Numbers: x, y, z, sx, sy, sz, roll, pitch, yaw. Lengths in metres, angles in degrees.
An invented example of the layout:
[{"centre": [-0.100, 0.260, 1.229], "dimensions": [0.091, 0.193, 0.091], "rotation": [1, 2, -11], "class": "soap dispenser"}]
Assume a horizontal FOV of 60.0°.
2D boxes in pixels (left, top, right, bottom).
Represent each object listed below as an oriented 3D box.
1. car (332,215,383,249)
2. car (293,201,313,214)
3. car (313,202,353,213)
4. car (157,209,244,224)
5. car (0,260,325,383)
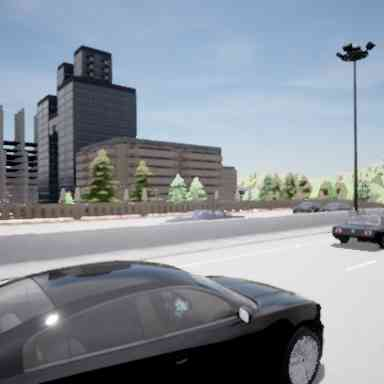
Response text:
[{"centre": [8.362, 1.671, 15.073], "dimensions": [4.718, 1.301, 1.895], "rotation": [0, 0, -39], "class": "car"}, {"centre": [13.192, 1.756, 37.393], "dimensions": [4.181, 1.385, 1.994], "rotation": [0, 0, -39], "class": "car"}, {"centre": [14.783, 1.734, 34.172], "dimensions": [4.181, 1.385, 1.994], "rotation": [0, 0, -39], "class": "car"}, {"centre": [0.621, 1.649, 18.022], "dimensions": [5.357, 1.411, 2.033], "rotation": [0, 0, -39], "class": "car"}, {"centre": [-0.576, 1.498, 3.541], "dimensions": [5.008, 1.535, 1.882], "rotation": [0, 0, -36], "class": "car"}]
